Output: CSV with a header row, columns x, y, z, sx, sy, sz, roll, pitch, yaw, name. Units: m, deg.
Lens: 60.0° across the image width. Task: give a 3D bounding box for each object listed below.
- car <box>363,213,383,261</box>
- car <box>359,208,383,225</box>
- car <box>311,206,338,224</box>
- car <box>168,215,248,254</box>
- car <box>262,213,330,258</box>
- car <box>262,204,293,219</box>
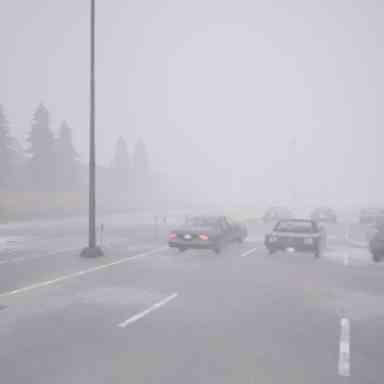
x,y,z,sx,sy,sz,roll,pitch,yaw,name
7.693,1.693,12.435,1.994,1.385,4.181,0,-1,25,car
13.925,1.867,25.671,1.895,1.301,4.718,0,-1,26,car
10.899,1.853,27.447,1.994,1.385,4.181,0,-1,26,car
0.899,1.705,14.459,2.033,1.411,5.357,0,-1,25,car
4.400,1.747,13.669,1.895,1.301,4.718,0,-1,25,car
7.278,1.846,28.005,2.033,1.411,5.357,0,-1,26,car
